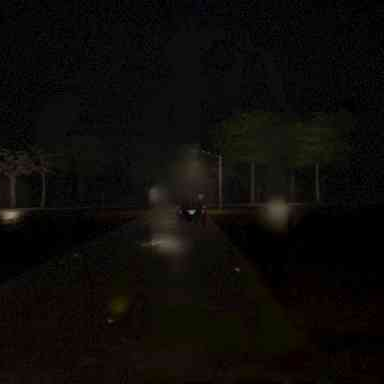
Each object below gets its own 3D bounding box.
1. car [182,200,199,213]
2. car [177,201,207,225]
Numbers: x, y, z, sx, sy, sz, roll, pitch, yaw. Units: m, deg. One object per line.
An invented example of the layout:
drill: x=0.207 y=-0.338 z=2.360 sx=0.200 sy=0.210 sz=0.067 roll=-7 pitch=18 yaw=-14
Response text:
car: x=-0.157 y=1.817 z=42.600 sx=2.033 sy=1.411 sz=5.357 roll=0 pitch=-1 yaw=0
car: x=-0.045 y=1.437 z=24.759 sx=2.097 sy=1.767 sz=4.553 roll=0 pitch=0 yaw=-1
